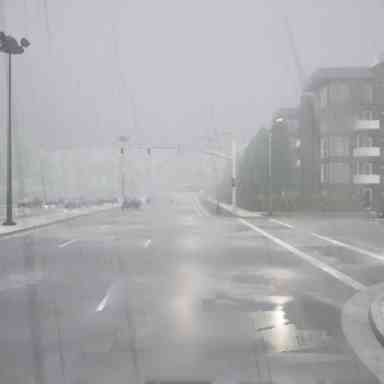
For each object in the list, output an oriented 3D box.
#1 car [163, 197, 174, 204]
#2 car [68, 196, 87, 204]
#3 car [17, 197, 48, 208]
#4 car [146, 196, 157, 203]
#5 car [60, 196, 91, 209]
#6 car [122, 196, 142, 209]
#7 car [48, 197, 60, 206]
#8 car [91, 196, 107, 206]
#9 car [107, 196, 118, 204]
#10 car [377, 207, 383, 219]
[{"bbox_3d":[-4.606,1.628,65.861,1.895,1.301,4.718,0,0,0],"label":"car"},{"bbox_3d":[-23.202,1.567,67.525,2.033,1.411,5.357,0,0,0],"label":"car"},{"bbox_3d":[-23.248,1.497,47.963,1.882,1.535,5.008,0,0,0],"label":"car"},{"bbox_3d":[-8.103,1.532,67.365,1.837,1.490,4.892,0,0,0],"label":"car"},{"bbox_3d":[-16.258,1.371,46.798,2.097,1.767,4.553,0,0,0],"label":"car"},{"bbox_3d":[-8.075,1.370,45.072,2.097,1.767,4.553,0,0,-1],"label":"car"},{"bbox_3d":[-23.238,1.571,57.123,2.033,1.411,5.357,0,0,1],"label":"car"},{"bbox_3d":[-16.274,1.500,55.909,1.882,1.535,5.008,0,0,1],"label":"car"},{"bbox_3d":[-16.211,1.574,66.329,2.033,1.411,5.357,0,0,0],"label":"car"},{"bbox_3d":[16.667,1.488,25.017,5.008,1.535,1.882,0,0,1],"label":"car"}]
